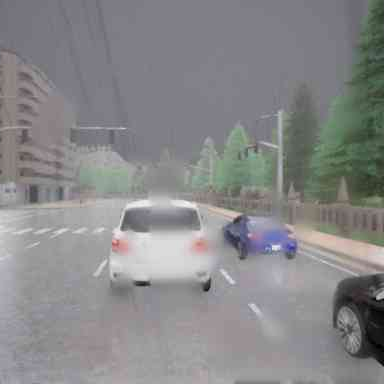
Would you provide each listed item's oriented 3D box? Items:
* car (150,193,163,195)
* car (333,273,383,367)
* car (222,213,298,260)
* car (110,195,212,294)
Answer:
[{"bbox_3d":[-4.697,1.205,44.035,2.150,2.045,5.566,0,0,-7],"label":"car"},{"bbox_3d":[3.120,1.490,3.135,2.128,1.511,4.902,0,0,-3],"label":"car"},{"bbox_3d":[2.342,1.521,12.363,1.812,1.442,4.674,0,0,-6],"label":"car"},{"bbox_3d":[-0.802,1.218,9.003,2.150,2.045,5.566,0,0,-5],"label":"car"}]
